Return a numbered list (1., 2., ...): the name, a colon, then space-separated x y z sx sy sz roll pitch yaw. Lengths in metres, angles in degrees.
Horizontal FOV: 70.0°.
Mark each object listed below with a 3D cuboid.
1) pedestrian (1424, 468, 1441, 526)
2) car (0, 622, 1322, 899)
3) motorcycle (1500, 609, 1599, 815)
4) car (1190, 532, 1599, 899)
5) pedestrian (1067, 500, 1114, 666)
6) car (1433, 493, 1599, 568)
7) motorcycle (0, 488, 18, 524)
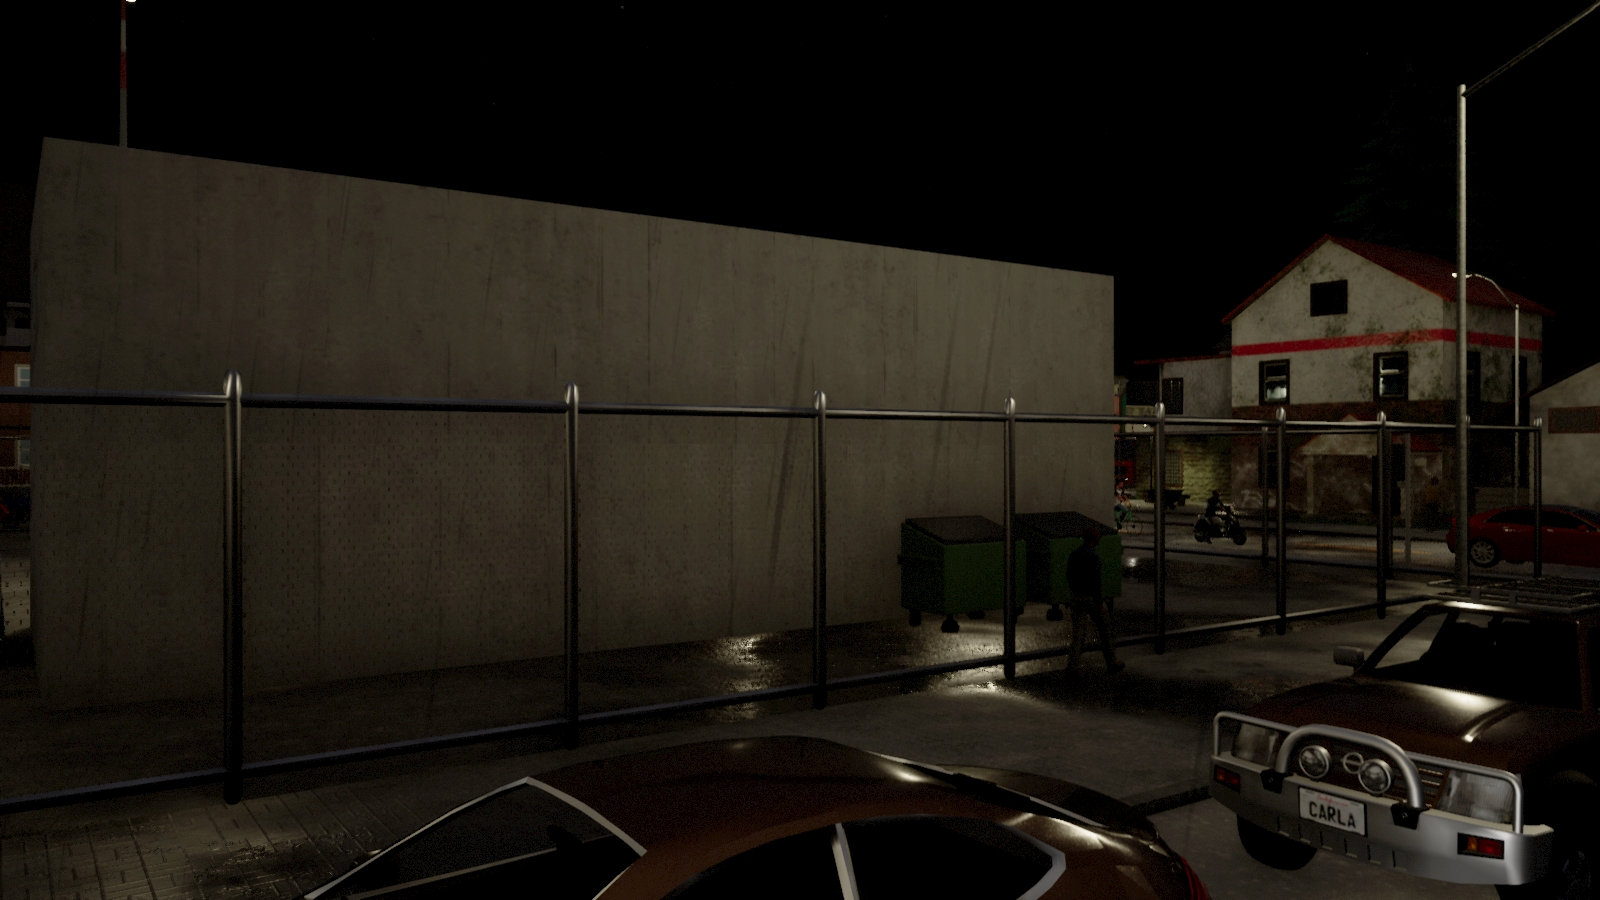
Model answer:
1. pedestrian: 20.340 1.505 36.736 0.375 1.860 0.375 0 0 -36
2. car: -0.619 1.770 3.955 5.027 1.651 2.152 0 0 -35
3. motorcycle: 6.256 1.956 8.768 1.805 1.236 0.856 0 0 -35
4. car: 4.948 1.639 7.838 4.605 1.855 1.932 0 0 -35
5. pedestrian: 3.362 1.519 13.227 0.375 1.860 0.375 0 0 -35
6. car: 17.686 1.826 26.391 2.231 1.480 4.892 0 0 -35
7. motorcycle: -28.399 1.961 39.881 1.805 1.236 0.856 0 0 -35
